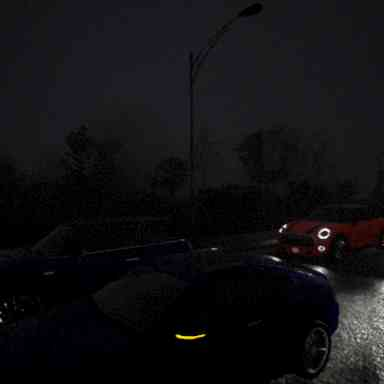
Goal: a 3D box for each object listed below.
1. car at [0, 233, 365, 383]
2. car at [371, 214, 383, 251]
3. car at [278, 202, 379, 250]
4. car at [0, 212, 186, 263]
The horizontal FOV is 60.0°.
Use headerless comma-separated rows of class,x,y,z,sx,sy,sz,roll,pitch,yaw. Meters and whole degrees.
car,-0.097,1.509,3.910,4.674,1.442,1.812,-1,0,-36
car,7.350,1.399,9.230,4.902,1.511,2.128,-1,0,-35
car,5.128,1.261,11.943,4.553,1.767,2.097,-1,0,-35
car,-2.140,1.335,6.760,4.553,1.767,2.097,-1,0,-35
